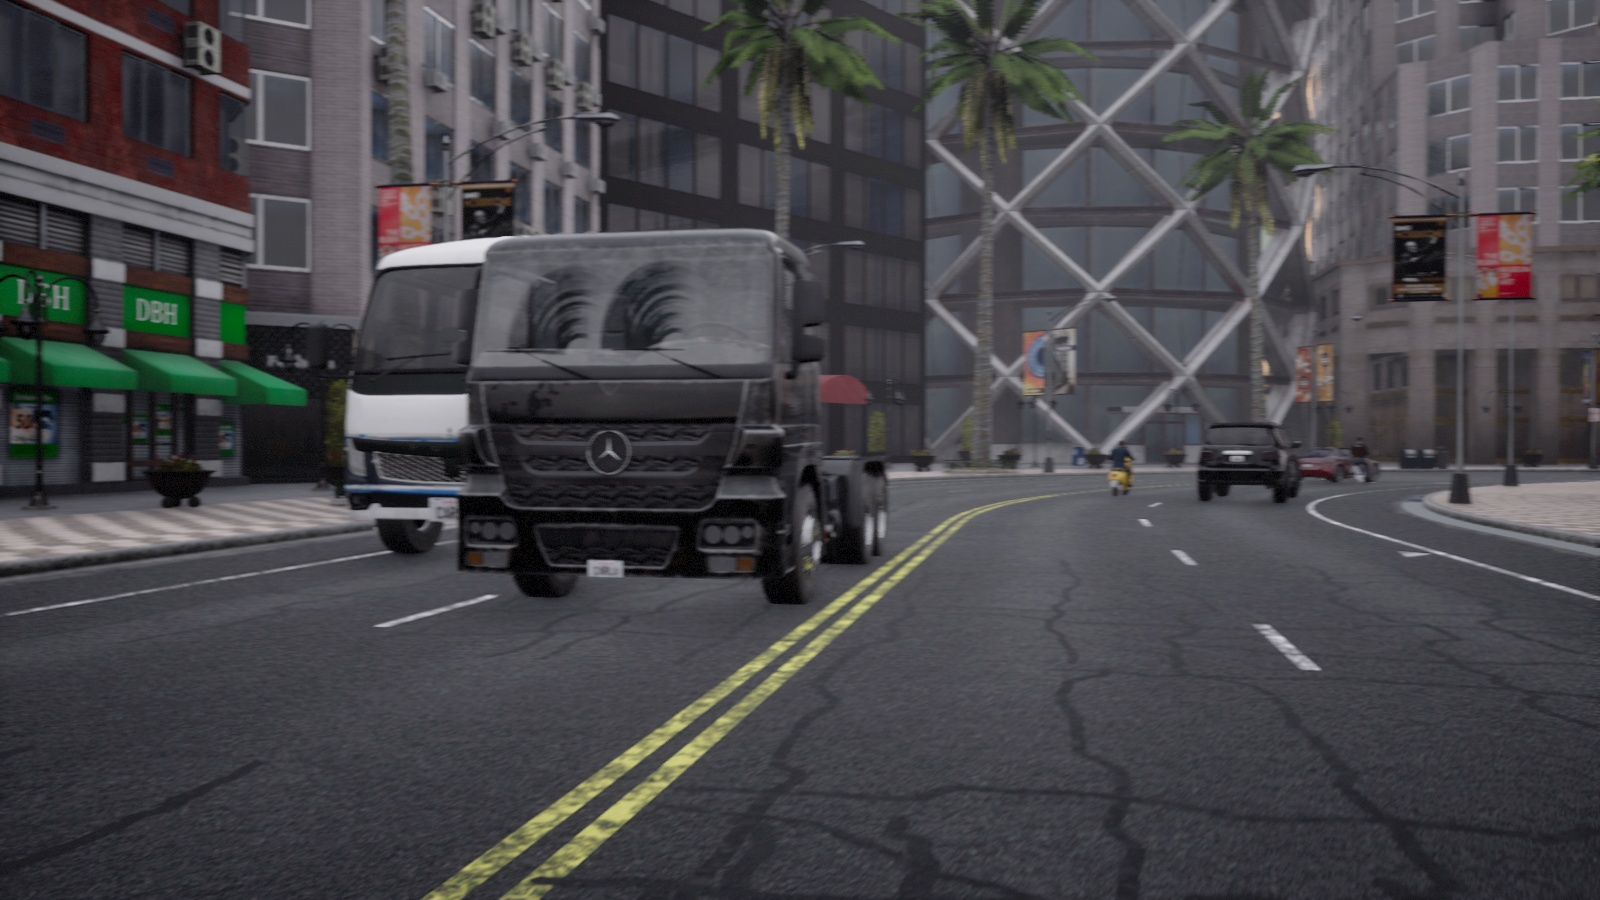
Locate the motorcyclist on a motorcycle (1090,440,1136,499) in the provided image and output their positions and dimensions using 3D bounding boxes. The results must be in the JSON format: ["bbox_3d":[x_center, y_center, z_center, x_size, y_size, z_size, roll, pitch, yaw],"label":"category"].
[{"bbox_3d":[8.838,0.527,35.401,0.866,1.590,1.817,1,1,27],"label":"motorcyclist on a motorcycle"}]

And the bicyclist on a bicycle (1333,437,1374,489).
[{"bbox_3d":[19.236,0.435,43.616,0.659,1.776,1.843,1,1,44],"label":"bicyclist on a bicycle"}]

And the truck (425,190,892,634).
[{"bbox_3d":[-0.906,-0.320,13.985,2.891,3.462,7.936,0,0,11],"label":"truck"}]

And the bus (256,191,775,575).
[{"bbox_3d":[-3.422,-0.755,19.330,3.944,4.253,10.273,0,0,11],"label":"bus"}]

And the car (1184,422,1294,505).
[{"bbox_3d":[11.872,0.314,33.734,2.150,2.045,5.566,0,0,26],"label":"car"}]

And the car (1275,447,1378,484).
[{"bbox_3d":[20.864,0.599,49.713,4.181,1.385,1.994,0,0,-39],"label":"car"}]
